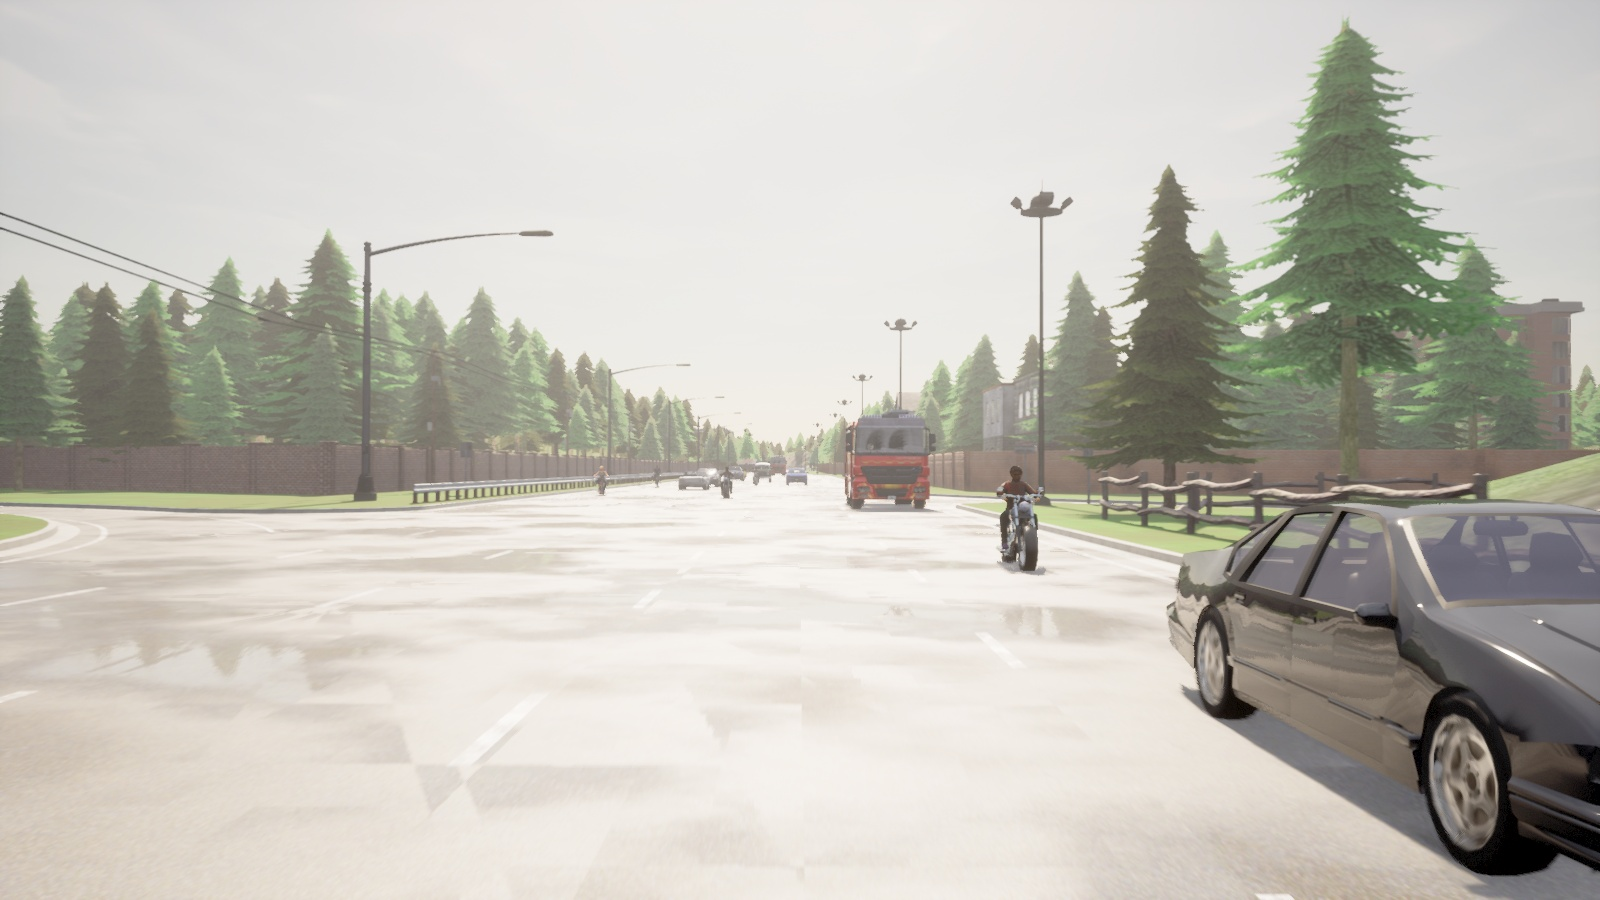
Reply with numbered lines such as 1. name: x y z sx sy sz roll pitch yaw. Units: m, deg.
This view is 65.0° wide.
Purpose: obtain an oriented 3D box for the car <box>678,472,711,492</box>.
1. car: -7.204 2.152 86.018 1.895 1.301 4.718 0 -1 0

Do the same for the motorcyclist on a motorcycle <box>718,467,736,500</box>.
1. motorcyclist on a motorcycle: -3.650 1.663 62.975 0.766 1.649 2.350 0 -1 0

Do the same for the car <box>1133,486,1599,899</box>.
1. car: 3.484 0.937 6.581 2.033 1.411 5.357 0 -1 0

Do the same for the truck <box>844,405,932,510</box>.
1. truck: 3.376 0.341 50.302 2.891 3.827 8.468 0 -1 0

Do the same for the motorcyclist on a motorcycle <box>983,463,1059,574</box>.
1. motorcyclist on a motorcycle: 3.453 1.026 19.818 0.766 1.649 2.350 0 -1 0
